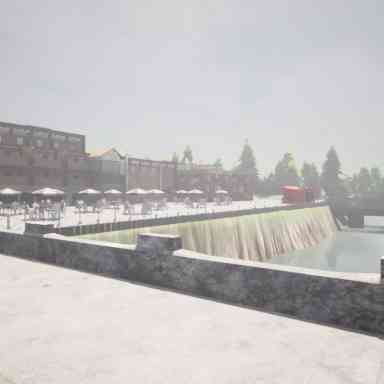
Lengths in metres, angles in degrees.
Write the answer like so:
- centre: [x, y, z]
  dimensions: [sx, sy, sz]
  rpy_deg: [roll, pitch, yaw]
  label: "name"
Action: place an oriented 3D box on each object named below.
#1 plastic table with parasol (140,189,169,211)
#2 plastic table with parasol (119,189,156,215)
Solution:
- centre: [-4.538, 0.925, 40.197]
  dimensions: [2.482, 2.480, 2.482]
  rpy_deg: [0, 0, 35]
  label: "plastic table with parasol"
- centre: [-5.297, 0.925, 32.509]
  dimensions: [2.482, 2.480, 2.482]
  rpy_deg: [0, 0, 35]
  label: "plastic table with parasol"
